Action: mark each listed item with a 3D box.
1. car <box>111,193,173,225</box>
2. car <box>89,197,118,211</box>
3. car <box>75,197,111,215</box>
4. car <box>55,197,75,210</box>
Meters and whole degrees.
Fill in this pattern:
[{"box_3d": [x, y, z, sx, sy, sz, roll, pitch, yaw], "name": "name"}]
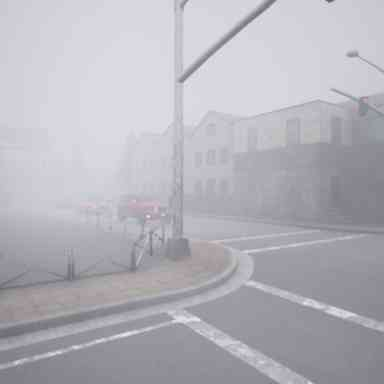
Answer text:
[{"box_3d": [-3.428, 1.107, 23.500, 2.150, 2.045, 5.566, 0, 0, -35], "name": "car"}, {"box_3d": [-10.760, 1.412, 40.253, 1.837, 1.490, 4.892, 0, 0, -35], "name": "car"}, {"box_3d": [-9.171, 1.238, 31.639, 2.097, 1.767, 4.553, 0, 0, -35], "name": "car"}, {"box_3d": [-15.134, 1.391, 40.129, 1.837, 1.490, 4.892, 0, 0, -35], "name": "car"}]
